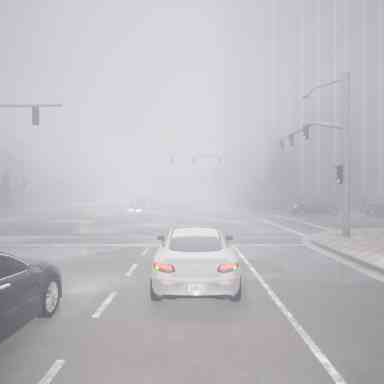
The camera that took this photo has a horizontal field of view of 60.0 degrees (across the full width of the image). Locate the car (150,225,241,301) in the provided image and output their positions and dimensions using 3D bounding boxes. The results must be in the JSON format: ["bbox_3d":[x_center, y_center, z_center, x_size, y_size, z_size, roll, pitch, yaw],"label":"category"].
[{"bbox_3d":[0.078,1.528,8.183,1.812,1.442,4.674,0,0,0],"label":"car"}]

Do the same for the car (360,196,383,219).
[{"bbox_3d":[17.713,1.230,29.020,5.566,2.045,2.150,0,0,0],"label":"car"}]

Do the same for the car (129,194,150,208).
[{"bbox_3d":[-7.816,1.506,47.946,2.128,1.511,4.902,0,0,-1],"label":"car"}]

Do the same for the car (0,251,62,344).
[{"bbox_3d":[-3.435,1.506,4.533,1.837,1.490,4.892,0,0,0],"label":"car"}]

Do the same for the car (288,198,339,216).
[{"bbox_3d":[11.775,1.362,32.476,4.553,1.767,2.097,0,0,0],"label":"car"}]

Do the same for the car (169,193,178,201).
[{"bbox_3d":[-4.741,1.250,85.458,2.150,2.045,5.566,0,0,-1],"label":"car"}]

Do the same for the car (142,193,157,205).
[{"bbox_3d":[-7.940,1.238,57.966,2.150,2.045,5.566,0,0,-1],"label":"car"}]

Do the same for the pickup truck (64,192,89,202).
[{"bbox_3d":[-24.653,1.079,70.238,2.390,2.098,6.274,0,0,30],"label":"pickup truck"}]

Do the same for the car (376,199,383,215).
[{"bbox_3d":[21.000,1.487,32.541,5.008,1.535,1.882,0,0,0],"label":"car"}]
